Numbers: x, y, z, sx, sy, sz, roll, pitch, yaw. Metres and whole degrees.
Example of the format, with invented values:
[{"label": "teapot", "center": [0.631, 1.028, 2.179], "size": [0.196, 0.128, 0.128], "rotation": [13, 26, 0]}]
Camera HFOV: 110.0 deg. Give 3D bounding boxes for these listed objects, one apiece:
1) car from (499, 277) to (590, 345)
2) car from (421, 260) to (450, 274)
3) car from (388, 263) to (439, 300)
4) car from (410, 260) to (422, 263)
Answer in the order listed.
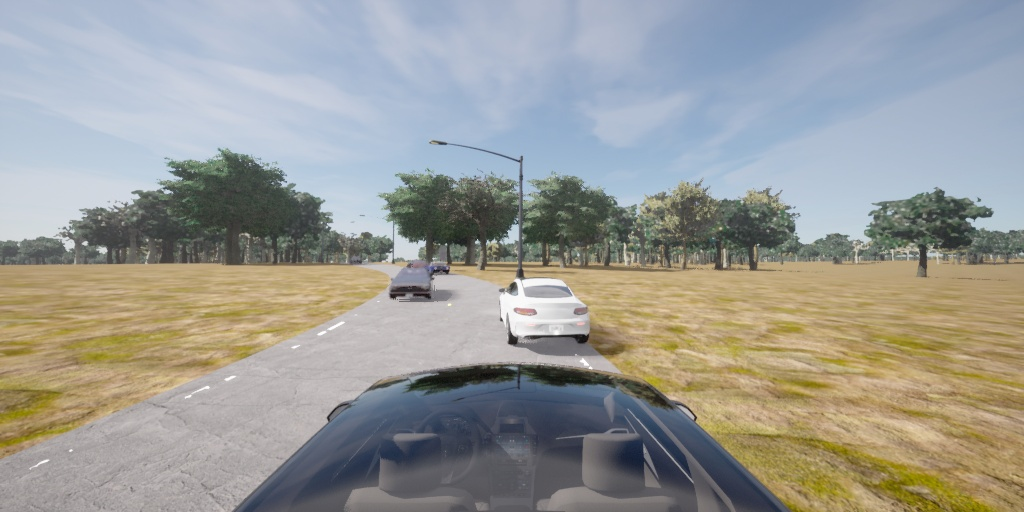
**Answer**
[{"label": "car", "center": [0.670, 1.276, 9.468], "size": [1.812, 1.442, 4.674], "rotation": [0, 0, -5]}, {"label": "car", "center": [-7.970, 1.244, 37.919], "size": [1.895, 1.301, 4.718], "rotation": [1, 0, -24]}, {"label": "car", "center": [-4.824, 1.266, 17.746], "size": [2.033, 1.411, 5.357], "rotation": [0, 0, -11]}, {"label": "car", "center": [-12.207, 1.137, 46.427], "size": [1.994, 1.385, 4.181], "rotation": [1, 0, -30]}]
